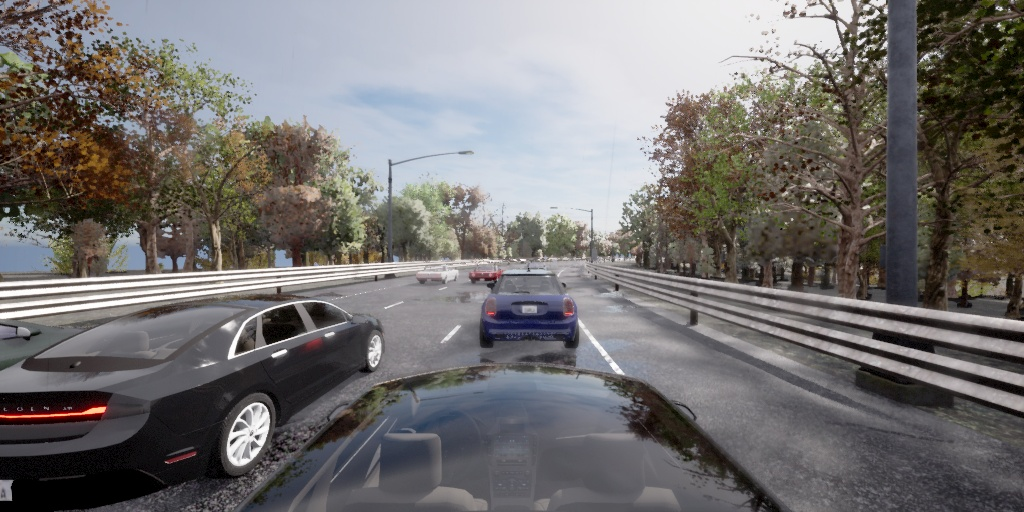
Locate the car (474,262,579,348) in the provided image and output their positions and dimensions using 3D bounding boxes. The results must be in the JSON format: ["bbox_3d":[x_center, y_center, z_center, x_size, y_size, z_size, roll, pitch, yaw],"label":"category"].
[{"bbox_3d":[0.392,1.098,9.362,2.097,1.767,4.553,0,0,1],"label":"car"}]

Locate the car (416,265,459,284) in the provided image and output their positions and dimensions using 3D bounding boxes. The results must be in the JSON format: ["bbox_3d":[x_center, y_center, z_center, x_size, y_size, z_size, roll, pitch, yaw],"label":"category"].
[{"bbox_3d":[-5.333,1.319,26.315,1.895,1.301,4.718,0,0,6],"label":"car"}]

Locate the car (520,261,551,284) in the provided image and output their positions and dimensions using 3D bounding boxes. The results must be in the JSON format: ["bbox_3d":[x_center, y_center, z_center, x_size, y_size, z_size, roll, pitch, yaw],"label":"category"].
[{"bbox_3d":[1.935,1.228,28.136,2.128,1.511,4.902,0,0,7],"label":"car"}]

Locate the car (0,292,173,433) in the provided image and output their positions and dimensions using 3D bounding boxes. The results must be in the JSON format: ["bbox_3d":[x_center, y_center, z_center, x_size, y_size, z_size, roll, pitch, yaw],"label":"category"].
[{"bbox_3d":[-6.803,1.311,4.020,1.994,1.385,4.181,0,0,1],"label":"car"}]

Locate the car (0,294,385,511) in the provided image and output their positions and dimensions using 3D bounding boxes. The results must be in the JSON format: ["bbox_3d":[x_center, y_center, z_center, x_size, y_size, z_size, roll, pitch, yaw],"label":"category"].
[{"bbox_3d":[-3.286,1.252,4.722,1.837,1.490,4.892,0,0,1],"label":"car"}]

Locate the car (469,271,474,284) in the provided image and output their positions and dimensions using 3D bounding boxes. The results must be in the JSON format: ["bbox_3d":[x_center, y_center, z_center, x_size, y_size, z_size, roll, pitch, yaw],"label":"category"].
[{"bbox_3d":[-1.769,1.328,26.660,1.895,1.301,4.718,0,0,7],"label":"car"}]
